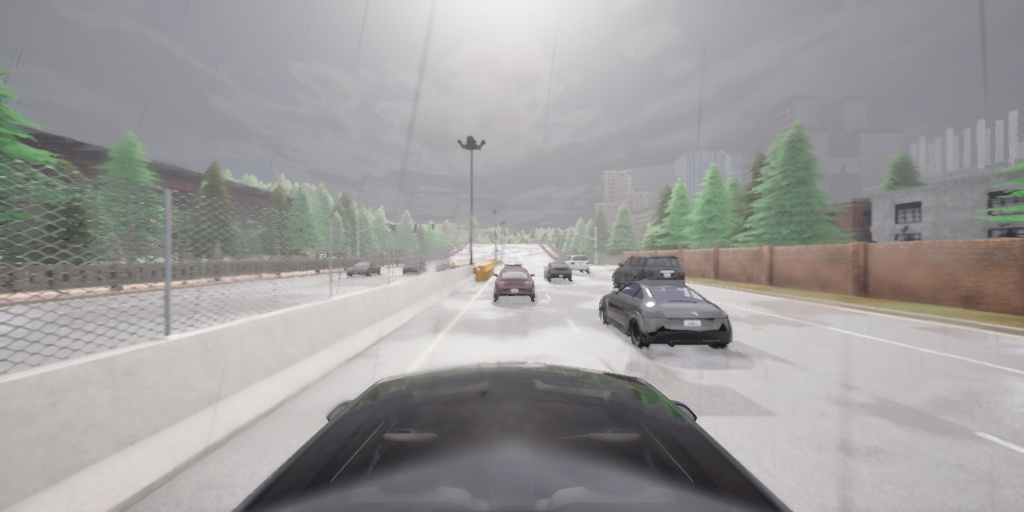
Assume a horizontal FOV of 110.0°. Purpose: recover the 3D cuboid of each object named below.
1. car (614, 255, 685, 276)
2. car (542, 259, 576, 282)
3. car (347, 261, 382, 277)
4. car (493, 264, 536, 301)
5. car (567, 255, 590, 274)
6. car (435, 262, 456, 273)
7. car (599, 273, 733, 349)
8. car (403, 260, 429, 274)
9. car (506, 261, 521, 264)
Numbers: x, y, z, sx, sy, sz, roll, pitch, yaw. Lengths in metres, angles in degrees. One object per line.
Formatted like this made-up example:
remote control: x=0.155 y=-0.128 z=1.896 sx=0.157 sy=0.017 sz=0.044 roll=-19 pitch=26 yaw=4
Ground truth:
car: x=7.110 y=0.957 z=19.096 sx=2.150 sy=2.045 sz=5.566 roll=0 pitch=0 yaw=0
car: x=3.613 y=1.225 z=28.789 sx=1.837 sy=1.490 sz=4.892 roll=0 pitch=0 yaw=0
car: x=-14.033 y=1.236 z=34.396 sx=1.812 sy=1.442 sz=4.674 roll=0 pitch=0 yaw=1
car: x=0.107 y=1.259 z=16.962 sx=1.812 sy=1.442 sz=4.674 roll=0 pitch=0 yaw=0
car: x=7.120 y=0.931 z=39.703 sx=2.150 sy=2.045 sz=5.566 roll=0 pitch=0 yaw=0
car: x=-6.980 y=1.320 z=39.316 sx=2.033 sy=1.411 sz=5.357 roll=0 pitch=0 yaw=0
car: x=3.604 y=1.307 z=9.160 sx=1.994 sy=1.385 sz=4.181 roll=0 pitch=0 yaw=0
car: x=-10.480 y=1.240 z=39.293 sx=1.837 sy=1.490 sz=4.892 roll=0 pitch=0 yaw=0
car: x=0.118 y=1.204 z=35.756 sx=2.128 sy=1.511 sz=4.902 roll=0 pitch=0 yaw=0
